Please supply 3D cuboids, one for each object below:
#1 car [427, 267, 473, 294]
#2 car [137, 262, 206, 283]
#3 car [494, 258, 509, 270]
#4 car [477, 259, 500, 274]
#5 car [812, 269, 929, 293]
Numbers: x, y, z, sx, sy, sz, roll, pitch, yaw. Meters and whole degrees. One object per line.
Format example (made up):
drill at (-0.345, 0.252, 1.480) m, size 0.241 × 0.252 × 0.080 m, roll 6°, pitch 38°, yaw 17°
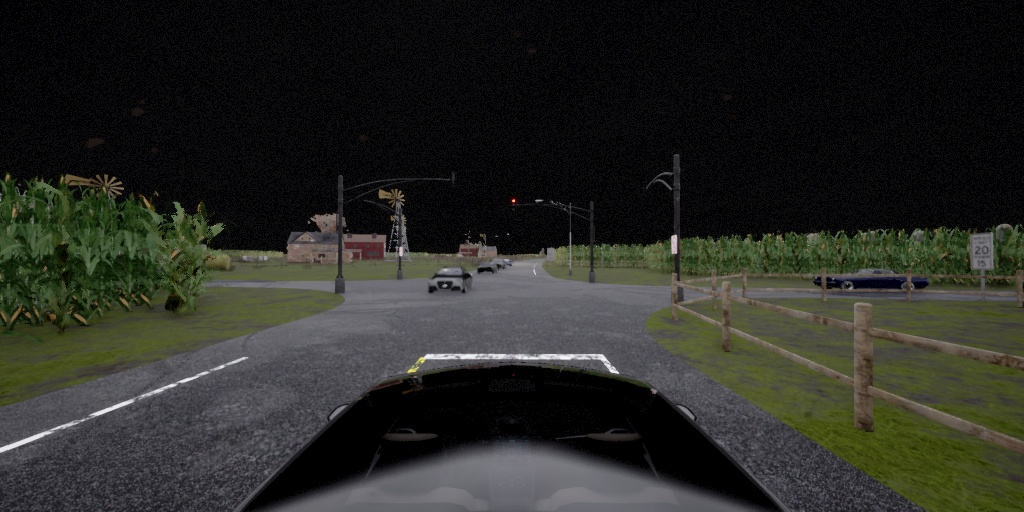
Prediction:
car at (-3.371, 1.315, 20.210) m, size 1.994 × 1.385 × 4.181 m, roll 0°, pitch 0°, yaw 1°
car at (-24.174, 1.195, 25.354) m, size 4.902 × 1.511 × 2.128 m, roll 0°, pitch -1°, yaw 10°
car at (-2.088, 1.091, 53.170) m, size 2.097 × 1.767 × 4.553 m, roll 0°, pitch 0°, yaw 3°
car at (-2.733, 1.347, 40.167) m, size 1.895 × 1.301 × 4.718 m, roll 0°, pitch 0°, yaw 2°
car at (20.394, 1.401, 20.634) m, size 4.718 × 1.301 × 1.895 m, roll 0°, pitch -1°, yaw 9°
